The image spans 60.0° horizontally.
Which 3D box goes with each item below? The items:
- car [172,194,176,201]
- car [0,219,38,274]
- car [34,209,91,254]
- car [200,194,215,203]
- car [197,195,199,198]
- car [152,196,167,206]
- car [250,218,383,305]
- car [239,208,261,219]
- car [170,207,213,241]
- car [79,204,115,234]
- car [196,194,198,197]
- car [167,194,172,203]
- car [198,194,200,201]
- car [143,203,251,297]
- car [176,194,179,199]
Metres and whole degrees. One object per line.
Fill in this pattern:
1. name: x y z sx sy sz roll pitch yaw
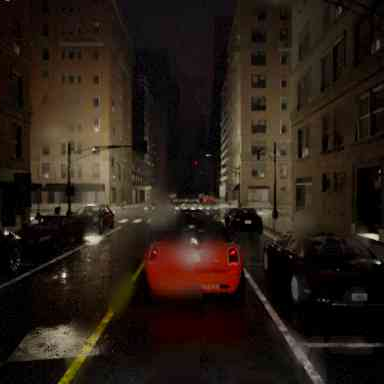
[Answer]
1. car: -5.681 1.559 82.806 1.752 1.417 4.829 0 0 0
2. car: -5.678 1.559 7.827 1.947 1.339 4.313 0 0 0
3. car: -5.684 1.571 13.329 1.802 1.307 4.206 0 0 0
4. car: 2.826 1.431 55.930 1.967 1.590 4.097 0 0 0
5. car: 2.840 1.461 77.566 1.967 1.590 4.097 0 0 0
6. car: -5.699 1.572 55.933 1.802 1.307 4.206 0 0 0
7. car: 2.847 1.544 7.837 2.008 1.369 4.403 0 0 0
8. car: 2.835 1.551 18.840 1.947 1.339 4.313 0 0 0
9. car: -0.015 1.550 17.352 1.994 1.385 4.181 0 0 0
10. car: -5.691 1.425 18.830 1.967 1.590 4.097 0 0 0
11. car: 2.847 1.489 88.384 1.967 1.590 4.097 0 0 0
12. car: -5.691 1.552 66.750 2.008 1.369 4.403 0 0 0
13. car: 2.834 1.552 66.748 2.008 1.369 4.403 0 0 0
14. car: 0.053 1.345 8.699 2.097 1.767 4.553 0 0 0
15. car: -5.675 1.381 93.793 2.192 1.841 5.009 0 0 0
